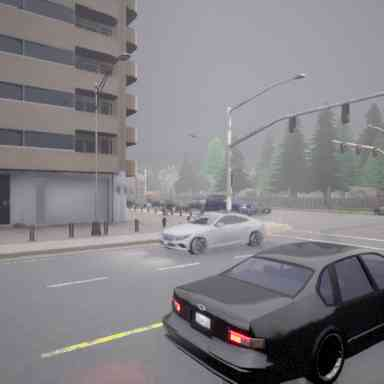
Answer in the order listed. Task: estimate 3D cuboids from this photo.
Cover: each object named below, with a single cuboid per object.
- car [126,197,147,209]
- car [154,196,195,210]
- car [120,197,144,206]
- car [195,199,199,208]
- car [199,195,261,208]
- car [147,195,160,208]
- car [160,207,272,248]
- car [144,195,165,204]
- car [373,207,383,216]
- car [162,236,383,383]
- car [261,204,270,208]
[{"bbox_3d":[-8.218,1.560,47.820,1.837,1.490,4.892,0,0,-36],"label":"car"},{"bbox_3d":[-2.140,1.560,39.366,1.837,1.490,4.892,0,0,-36],"label":"car"},{"bbox_3d":[-10.372,1.603,56.868,2.033,1.411,5.357,0,0,-35],"label":"car"},{"bbox_3d":[1.044,1.581,40.950,1.812,1.442,4.674,0,0,-36],"label":"car"},{"bbox_3d":[3.453,1.277,31.597,2.150,2.045,5.566,0,0,-36],"label":"car"},{"bbox_3d":[-4.197,1.407,48.225,2.097,1.767,4.553,0,0,-36],"label":"car"},{"bbox_3d":[0.963,1.526,13.251,4.674,1.442,1.812,0,0,-36],"label":"car"},{"bbox_3d":[-7.324,1.408,64.875,2.097,1.767,4.553,0,0,-36],"label":"car"},{"bbox_3d":[19.502,1.600,29.993,5.357,1.411,2.033,0,0,10],"label":"car"},{"bbox_3d":[2.180,1.547,5.334,5.357,1.411,2.033,0,0,-35],"label":"car"},{"bbox_3d":[6.075,1.619,33.947,1.994,1.385,4.181,0,0,-36],"label":"car"}]
